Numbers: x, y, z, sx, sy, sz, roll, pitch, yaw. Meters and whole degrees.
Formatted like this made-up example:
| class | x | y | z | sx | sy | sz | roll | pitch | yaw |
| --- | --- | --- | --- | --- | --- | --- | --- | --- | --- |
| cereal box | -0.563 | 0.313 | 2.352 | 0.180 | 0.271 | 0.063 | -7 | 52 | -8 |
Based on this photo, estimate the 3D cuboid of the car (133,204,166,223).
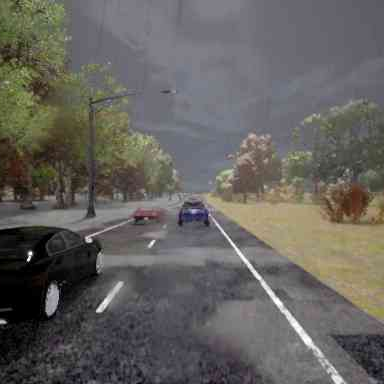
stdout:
| class | x | y | z | sx | sy | sz | roll | pitch | yaw |
| --- | --- | --- | --- | --- | --- | --- | --- | --- | --- |
| car | -3.170 | 1.606 | 25.792 | 1.895 | 1.301 | 4.718 | 0 | 0 | 2 |

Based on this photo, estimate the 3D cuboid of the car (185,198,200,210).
| class | x | y | z | sx | sy | sz | roll | pitch | yaw |
| --- | --- | --- | --- | --- | --- | --- | --- | --- | --- |
| car | 0.101 | 1.515 | 43.894 | 1.837 | 1.490 | 4.892 | 0 | 0 | 0 |

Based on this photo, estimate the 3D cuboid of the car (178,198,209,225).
| class | x | y | z | sx | sy | sz | roll | pitch | yaw |
| --- | --- | --- | --- | --- | --- | --- | --- | --- | --- |
| car | 0.105 | 1.356 | 24.234 | 2.097 | 1.767 | 4.553 | 0 | 0 | 0 |

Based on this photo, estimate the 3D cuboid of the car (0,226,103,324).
| class | x | y | z | sx | sy | sz | roll | pitch | yaw |
| --- | --- | --- | --- | --- | --- | --- | --- | --- | --- |
| car | -3.400 | 1.479 | 7.285 | 1.882 | 1.535 | 5.008 | 0 | 0 | 0 |
